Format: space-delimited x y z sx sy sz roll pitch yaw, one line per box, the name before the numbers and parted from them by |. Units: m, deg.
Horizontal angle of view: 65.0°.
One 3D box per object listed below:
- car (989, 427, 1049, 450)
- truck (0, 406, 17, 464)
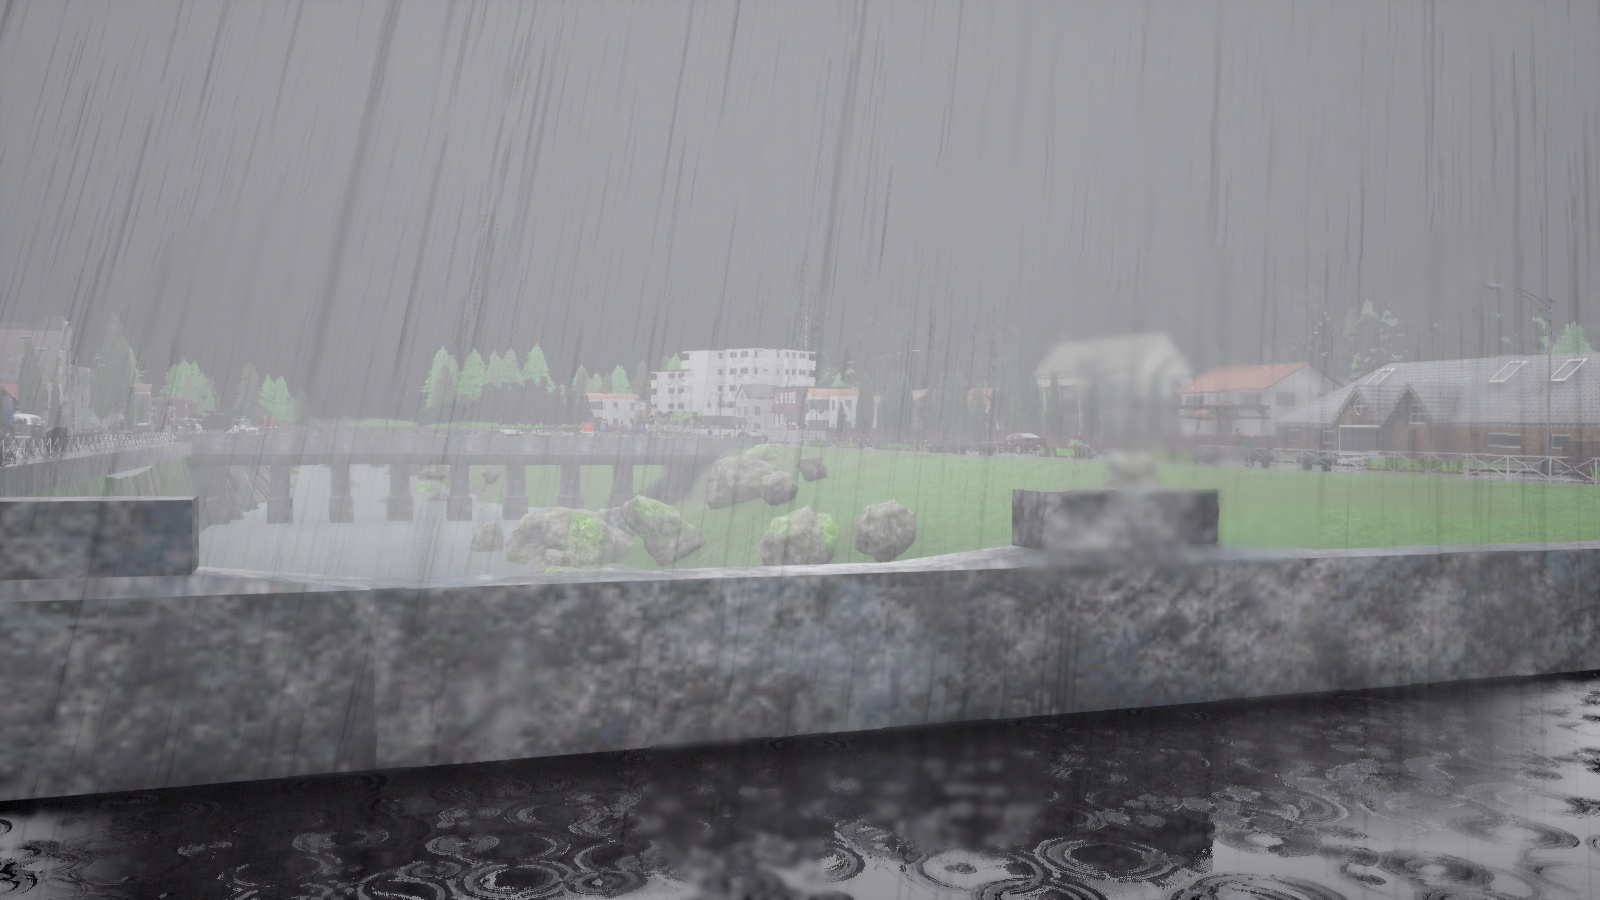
car | 15.528 -0.844 89.246 1.882 1.535 5.008 -1 1 -21
truck | -49.256 -0.869 74.824 2.891 3.462 7.936 -1 1 -21
